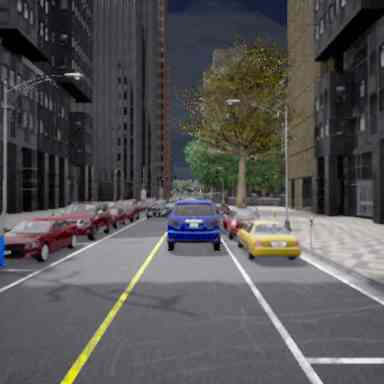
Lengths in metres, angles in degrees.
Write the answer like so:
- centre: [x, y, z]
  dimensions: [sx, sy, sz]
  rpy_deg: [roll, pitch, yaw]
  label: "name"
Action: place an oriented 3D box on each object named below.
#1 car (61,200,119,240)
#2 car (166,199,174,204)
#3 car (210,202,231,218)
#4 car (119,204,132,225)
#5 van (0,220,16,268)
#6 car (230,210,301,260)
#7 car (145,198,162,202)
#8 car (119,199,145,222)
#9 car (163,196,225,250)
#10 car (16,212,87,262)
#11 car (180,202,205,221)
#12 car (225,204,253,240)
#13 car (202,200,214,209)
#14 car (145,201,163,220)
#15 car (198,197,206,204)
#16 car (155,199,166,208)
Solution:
- centre: [-5.780, 1.488, 18.184]
  dimensions: [2.192, 1.841, 5.009]
  rpy_deg: [0, -1, 0]
  label: "car"
- centre: [-5.857, 2.429, 88.944]
  dimensions: [1.947, 1.339, 4.313]
  rpy_deg: [0, -1, 0]
  label: "car"
- centre: [2.963, 1.862, 35.518]
  dimensions: [1.812, 1.442, 4.674]
  rpy_deg: [0, -1, 0]
  label: "car"
- centre: [-5.786, 1.769, 23.695]
  dimensions: [1.887, 1.381, 4.507]
  rpy_deg: [0, -1, 0]
  label: "car"
- centre: [-5.769, 1.410, 7.159]
  dimensions: [1.690, 1.788, 3.998]
  rpy_deg: [0, -1, 0]
  label: "van"
- centre: [2.750, 1.647, 12.854]
  dimensions: [1.752, 1.417, 4.829]
  rpy_deg: [0, -1, 0]
  label: "car"
- centre: [-5.810, 1.749, 45.746]
  dimensions: [2.192, 1.841, 5.009]
  rpy_deg: [0, -1, 0]
  label: "car"
- centre: [-5.792, 1.592, 29.209]
  dimensions: [2.192, 1.841, 5.009]
  rpy_deg: [0, -1, 0]
  label: "car"
- centre: [0.079, 1.366, 15.178]
  dimensions: [2.150, 2.045, 5.566]
  rpy_deg: [0, 0, 0]
  label: "car"
- centre: [-5.775, 1.666, 12.670]
  dimensions: [1.887, 1.381, 4.507]
  rpy_deg: [0, -1, 0]
  label: "car"
- centre: [0.061, 1.788, 31.451]
  dimensions: [2.128, 1.511, 4.902]
  rpy_deg: [0, -1, 0]
  label: "car"
- centre: [2.745, 1.612, 18.198]
  dimensions: [1.967, 1.590, 4.097]
  rpy_deg: [0, -1, 0]
  label: "car"
- centre: [2.703, 2.105, 56.786]
  dimensions: [1.947, 1.339, 4.313]
  rpy_deg: [0, -1, 0]
  label: "car"
- centre: [-3.133, 1.862, 31.534]
  dimensions: [1.994, 1.385, 4.181]
  rpy_deg: [0, -1, 0]
  label: "car"
- centre: [2.668, 2.177, 88.965]
  dimensions: [2.192, 1.841, 5.009]
  rpy_deg: [0, -1, 0]
  label: "car"
- centre: [-5.828, 2.118, 62.111]
  dimensions: [1.752, 1.417, 4.829]
  rpy_deg: [0, -1, 0]
  label: "car"
